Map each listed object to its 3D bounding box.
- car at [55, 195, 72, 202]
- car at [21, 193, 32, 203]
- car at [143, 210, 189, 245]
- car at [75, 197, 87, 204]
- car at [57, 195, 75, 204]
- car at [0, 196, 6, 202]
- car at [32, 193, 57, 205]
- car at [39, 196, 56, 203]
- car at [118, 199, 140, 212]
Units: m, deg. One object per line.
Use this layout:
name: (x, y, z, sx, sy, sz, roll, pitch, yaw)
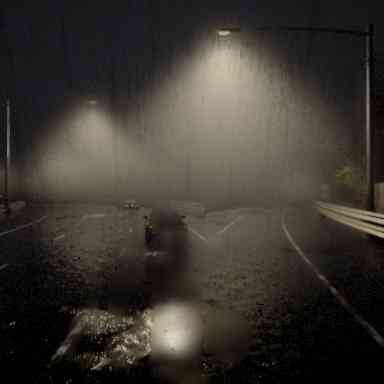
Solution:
car: (-29.181, 1.495, 75.411, 1.837, 1.490, 4.892, 0, 0, -44)
car: (-34.446, 1.251, 70.793, 2.150, 2.045, 5.566, 0, 0, -44)
car: (-1.273, 1.541, 15.532, 1.812, 1.442, 4.674, 0, 0, -8)
car: (-22.788, 1.644, 67.586, 1.812, 1.442, 4.674, 0, 0, -39)
car: (-25.208, 1.637, 64.997, 1.837, 1.490, 4.892, 0, 0, -39)
car: (-47.258, 1.744, 82.858, 5.008, 1.535, 1.882, 0, 0, 38)
car: (-27.977, 1.374, 62.846, 2.150, 2.045, 5.566, 0, 0, -39)
car: (-31.802, 1.563, 73.091, 1.994, 1.385, 4.181, 0, 0, -44)
car: (-7.748, 1.591, 40.369, 2.033, 1.411, 5.357, 0, 0, -22)
